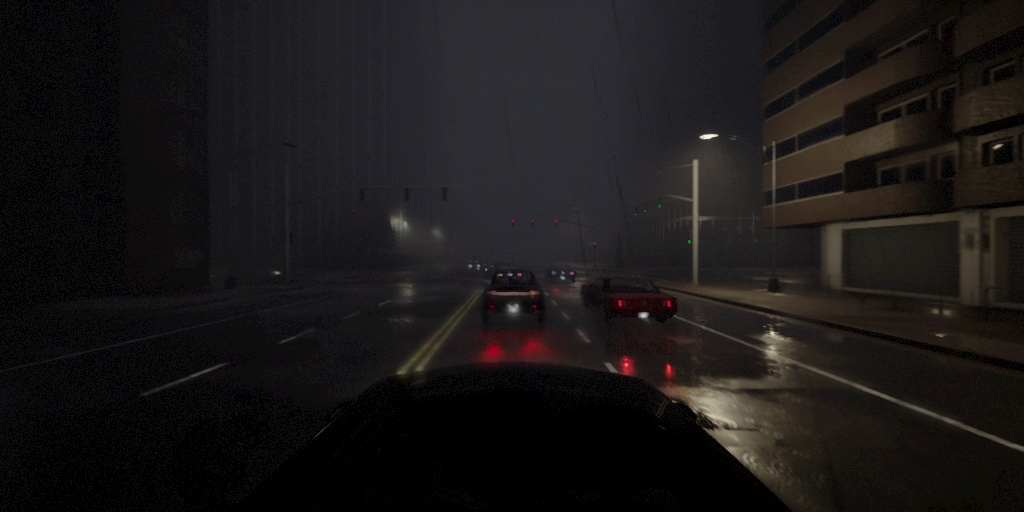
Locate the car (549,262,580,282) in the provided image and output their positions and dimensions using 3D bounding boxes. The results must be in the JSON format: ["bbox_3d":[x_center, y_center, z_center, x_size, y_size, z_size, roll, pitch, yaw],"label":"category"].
[{"bbox_3d":[3.560,1.222,27.012,1.895,1.301,4.718,0,0,0],"label":"car"}]

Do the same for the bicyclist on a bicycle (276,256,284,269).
[{"bbox_3d":[-28.776,0.834,44.490,0.582,1.620,1.656,0,1,1],"label":"bicyclist on a bicycle"}]

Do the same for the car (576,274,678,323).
[{"bbox_3d":[3.561,1.299,11.883,1.895,1.301,4.718,0,0,0],"label":"car"}]

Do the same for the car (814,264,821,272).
[{"bbox_3d":[35.906,1.158,39.053,4.718,1.301,1.895,0,0,1],"label":"car"}]

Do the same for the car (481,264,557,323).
[{"bbox_3d":[0.060,1.190,11.812,2.128,1.511,4.902,0,0,0],"label":"car"}]

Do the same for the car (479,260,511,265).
[{"bbox_3d":[-0.693,1.181,24.653,2.033,1.411,5.357,0,0,-13],"label":"car"}]
